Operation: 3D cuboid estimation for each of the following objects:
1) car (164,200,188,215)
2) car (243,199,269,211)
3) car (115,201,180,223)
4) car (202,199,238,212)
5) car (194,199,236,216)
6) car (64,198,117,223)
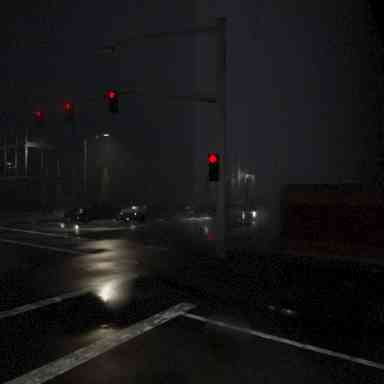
[{"bbox_3d":[-2.315,1.560,33.383,1.837,1.490,4.892,0,0,36],"label":"car"},{"bbox_3d":[8.120,1.581,41.921,1.812,1.442,4.674,0,0,36],"label":"car"},{"bbox_3d":[-3.369,1.656,25.901,1.895,1.301,4.718,0,0,36],"label":"car"},{"bbox_3d":[3.642,1.603,41.701,2.033,1.411,5.357,0,0,35],"label":"car"},{"bbox_3d":[2.148,1.533,33.603,1.882,1.535,5.008,0,0,35],"label":"car"},{"bbox_3d":[-7.634,1.407,25.952,2.097,1.767,4.553,0,0,36],"label":"car"}]
